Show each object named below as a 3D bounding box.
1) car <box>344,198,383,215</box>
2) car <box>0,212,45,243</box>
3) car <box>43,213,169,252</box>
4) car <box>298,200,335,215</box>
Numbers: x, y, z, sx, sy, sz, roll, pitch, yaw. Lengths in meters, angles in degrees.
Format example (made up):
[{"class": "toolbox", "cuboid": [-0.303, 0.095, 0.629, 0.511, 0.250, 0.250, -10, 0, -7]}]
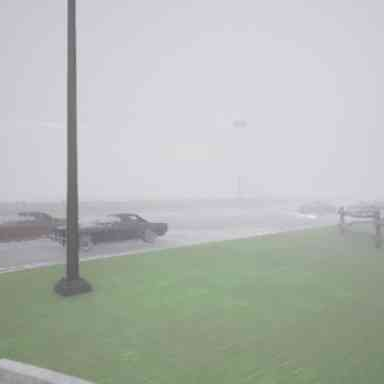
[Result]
[{"class": "car", "cuboid": [16.078, 1.483, 30.978, 4.718, 1.301, 1.895, 0, 0, -41]}, {"class": "car", "cuboid": [-7.701, 1.590, 14.860, 4.718, 1.301, 1.895, 0, 0, -41]}, {"class": "car", "cuboid": [-3.392, 1.579, 13.979, 4.718, 1.301, 1.895, 0, 0, -41]}, {"class": "car", "cuboid": [12.088, 1.456, 32.146, 4.181, 1.385, 1.994, 0, 0, -41]}]
